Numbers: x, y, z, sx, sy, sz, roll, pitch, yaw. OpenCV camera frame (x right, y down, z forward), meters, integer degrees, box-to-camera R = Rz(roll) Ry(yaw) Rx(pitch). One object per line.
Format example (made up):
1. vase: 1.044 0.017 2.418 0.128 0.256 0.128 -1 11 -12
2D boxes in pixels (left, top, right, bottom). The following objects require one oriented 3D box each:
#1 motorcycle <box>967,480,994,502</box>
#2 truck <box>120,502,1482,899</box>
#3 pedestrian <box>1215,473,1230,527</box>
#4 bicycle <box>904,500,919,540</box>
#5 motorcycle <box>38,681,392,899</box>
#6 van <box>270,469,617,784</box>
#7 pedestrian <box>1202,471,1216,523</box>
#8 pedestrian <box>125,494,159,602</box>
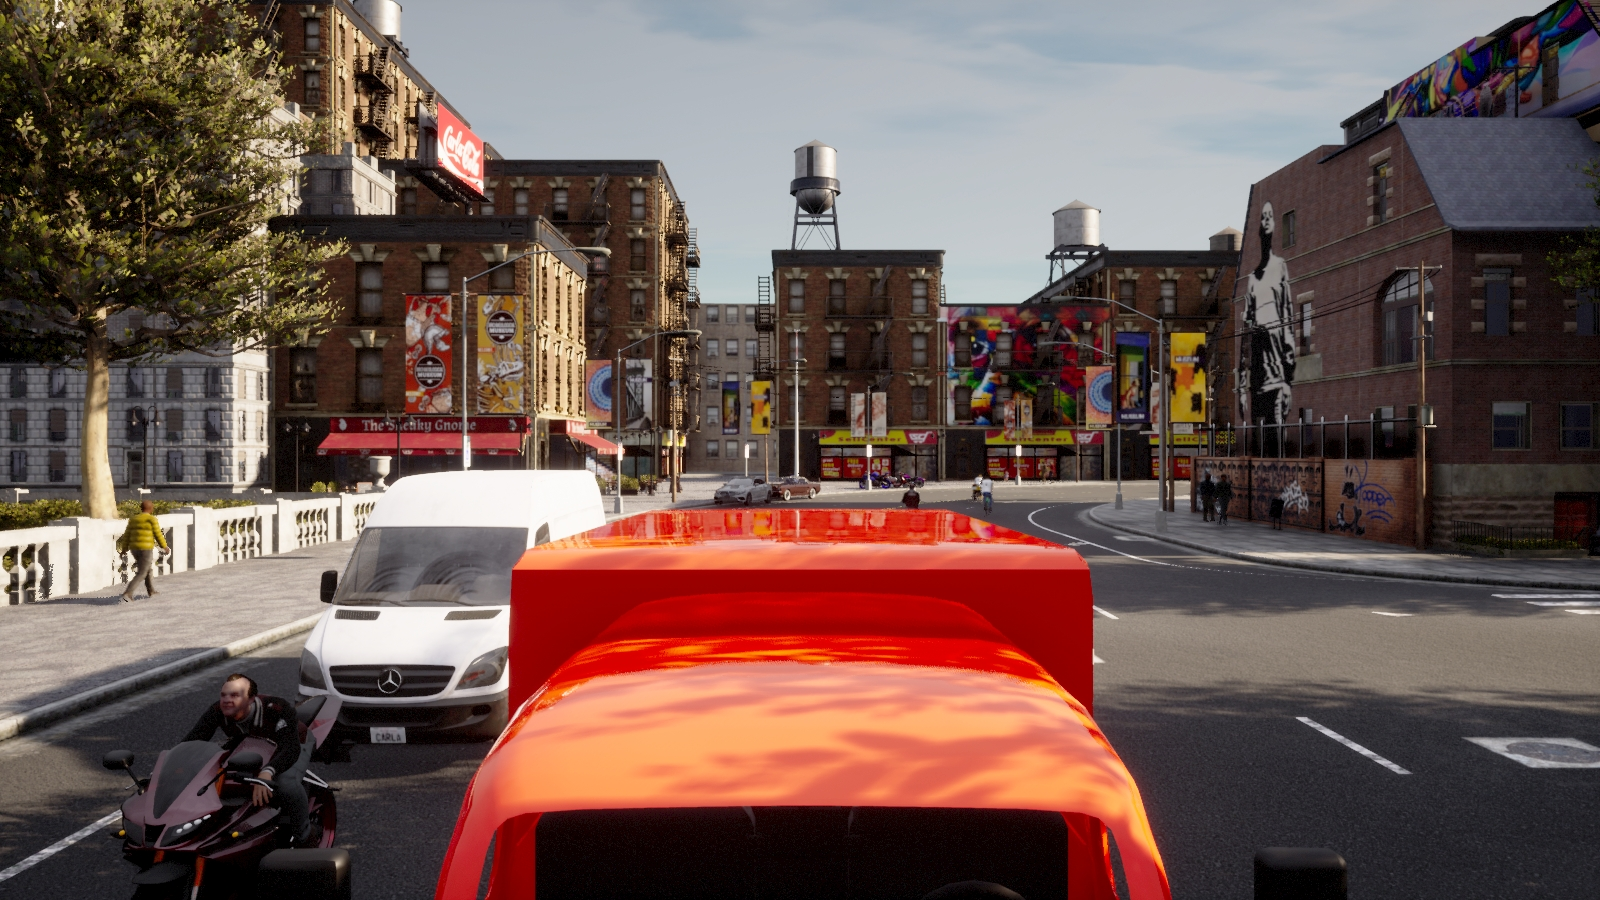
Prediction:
1. motorcycle: 9.864 2.237 62.496 0.803 1.145 2.033 0 0 29
2. truck: -0.002 1.571 4.805 2.627 2.467 5.204 0 0 0
3. pedestrian: 14.564 1.712 39.373 0.375 1.860 0.375 0 0 -2
4. bicycle: 3.562 2.224 36.594 0.329 1.171 1.835 0 0 2
5. motorcycle: -3.264 2.208 6.698 0.867 1.251 2.209 0 0 3
6. van: -3.487 1.540 12.614 1.988 2.561 5.915 0 0 0
7. pedestrian: 14.878 1.712 41.547 0.375 1.860 0.375 0 0 -4
8. pedestrian: -11.543 1.705 20.046 0.375 1.860 0.375 0 0 10
